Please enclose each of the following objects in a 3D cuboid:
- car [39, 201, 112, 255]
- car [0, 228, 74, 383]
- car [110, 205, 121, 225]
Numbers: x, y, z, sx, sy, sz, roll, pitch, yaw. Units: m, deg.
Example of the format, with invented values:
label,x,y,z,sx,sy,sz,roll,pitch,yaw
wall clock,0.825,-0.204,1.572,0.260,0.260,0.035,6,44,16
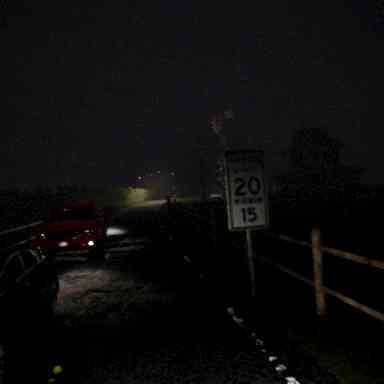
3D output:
label,x,y,z,sx,sy,sz,roll,pitch,yaw
car,-5.077,1.508,14.687,2.150,2.045,5.566,-4,1,-9
car,-3.415,1.706,5.102,2.128,1.511,4.902,-4,0,-10
car,-6.882,1.864,27.018,2.128,1.511,4.902,-4,0,-8
